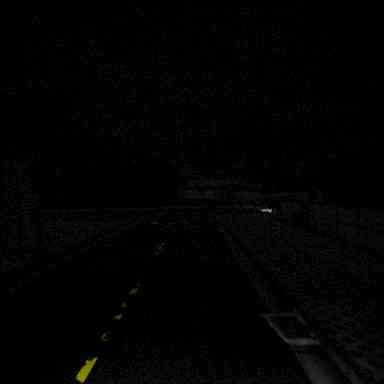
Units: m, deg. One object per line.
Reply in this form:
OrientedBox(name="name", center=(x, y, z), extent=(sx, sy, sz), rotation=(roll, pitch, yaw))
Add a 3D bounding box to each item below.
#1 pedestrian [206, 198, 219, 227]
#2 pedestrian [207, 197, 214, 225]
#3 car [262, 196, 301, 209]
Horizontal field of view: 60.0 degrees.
OrientedBox(name="pedestrian", center=(1.310, 1.271, 21.168), extent=(0.375, 1.860, 0.375), rotation=(-3, 3, 1))
OrientedBox(name="pedestrian", center=(1.252, 1.270, 22.370), extent=(0.375, 1.860, 0.375), rotation=(-3, 3, 1))
OrientedBox(name="car", center=(11.292, 1.260, 41.364), extent=(5.357, 1.411, 2.033), rotation=(-1, 3, -31))
